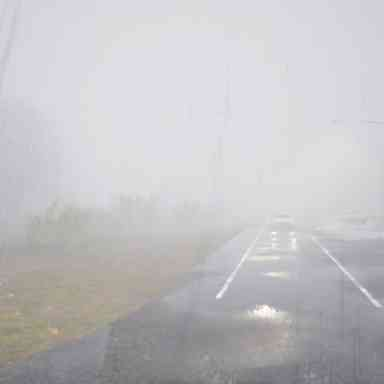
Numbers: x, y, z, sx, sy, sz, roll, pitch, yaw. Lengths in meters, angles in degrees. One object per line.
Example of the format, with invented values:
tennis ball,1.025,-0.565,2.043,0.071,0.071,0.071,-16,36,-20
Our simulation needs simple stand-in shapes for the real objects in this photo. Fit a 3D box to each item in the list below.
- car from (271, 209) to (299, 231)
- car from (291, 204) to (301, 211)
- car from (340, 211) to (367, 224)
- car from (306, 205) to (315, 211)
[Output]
car,7.766,2.467,28.142,1.812,1.442,4.674,-2,-2,15
car,25.845,4.243,83.461,1.895,1.301,4.718,-2,-2,19
car,16.786,2.641,34.865,1.895,1.301,4.718,-2,-2,15
car,29.659,4.062,83.521,1.882,1.535,5.008,-2,-2,15
